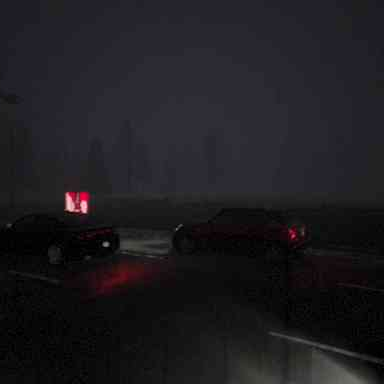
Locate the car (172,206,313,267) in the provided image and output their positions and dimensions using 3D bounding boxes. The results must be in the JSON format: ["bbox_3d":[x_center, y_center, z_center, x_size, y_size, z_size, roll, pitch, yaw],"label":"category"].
[{"bbox_3d":[1.538,1.243,11.148,4.553,1.767,2.097,1,1,32],"label":"car"}]

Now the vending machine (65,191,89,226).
[{"bbox_3d":[-7.135,0.975,20.704,0.880,2.100,1.100,0,1,26],"label":"vending machine"}]

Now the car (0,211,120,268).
[{"bbox_3d":[-4.638,1.360,10.830,5.008,1.535,1.882,0,0,29],"label":"car"}]
